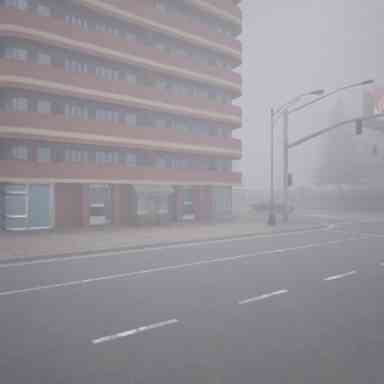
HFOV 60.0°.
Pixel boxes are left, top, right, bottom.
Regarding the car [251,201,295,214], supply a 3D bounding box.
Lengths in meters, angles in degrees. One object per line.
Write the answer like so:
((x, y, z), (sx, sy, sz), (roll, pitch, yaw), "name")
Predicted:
((8.782, 1.601, 36.221), (1.895, 1.301, 4.718), (0, 0, -36), "car")
